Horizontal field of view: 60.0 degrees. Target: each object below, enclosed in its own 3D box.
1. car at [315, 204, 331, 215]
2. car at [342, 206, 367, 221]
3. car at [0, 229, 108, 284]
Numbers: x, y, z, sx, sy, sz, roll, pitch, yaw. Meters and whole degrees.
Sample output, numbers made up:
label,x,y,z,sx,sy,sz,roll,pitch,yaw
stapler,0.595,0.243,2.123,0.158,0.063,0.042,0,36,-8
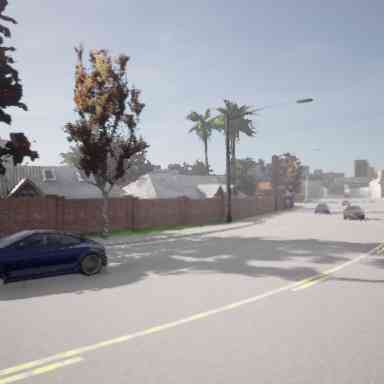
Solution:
label,x,y,z,sx,sy,sz,roll,pitch,yaw
car,18.266,2.410,46.539,1.812,1.442,4.674,-1,-2,24
car,16.483,2.129,33.899,1.812,1.442,4.674,-1,-2,24
car,-4.558,1.770,9.454,4.181,1.385,1.994,1,-1,-39
